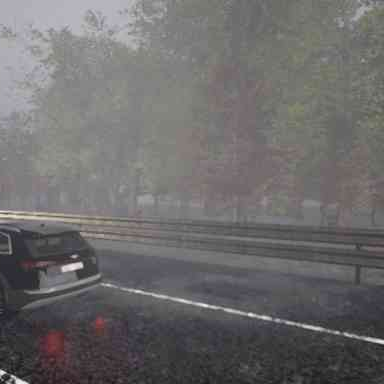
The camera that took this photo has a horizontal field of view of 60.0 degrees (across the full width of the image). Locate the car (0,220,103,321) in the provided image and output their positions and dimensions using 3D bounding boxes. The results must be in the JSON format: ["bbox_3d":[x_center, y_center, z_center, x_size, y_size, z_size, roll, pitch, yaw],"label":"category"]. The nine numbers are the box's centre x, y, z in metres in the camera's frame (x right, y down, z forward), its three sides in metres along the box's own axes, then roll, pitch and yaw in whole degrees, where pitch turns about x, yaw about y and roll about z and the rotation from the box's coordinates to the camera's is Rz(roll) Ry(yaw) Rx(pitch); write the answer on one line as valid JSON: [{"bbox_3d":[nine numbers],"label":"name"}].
[{"bbox_3d":[-4.091,1.452,7.320,4.856,1.649,2.033,0,0,33],"label":"car"}]
